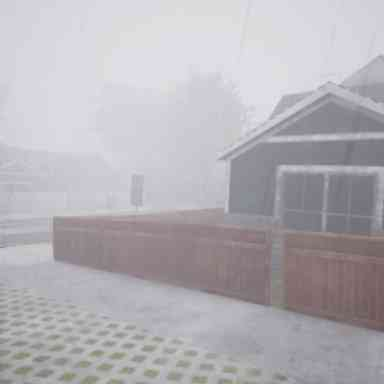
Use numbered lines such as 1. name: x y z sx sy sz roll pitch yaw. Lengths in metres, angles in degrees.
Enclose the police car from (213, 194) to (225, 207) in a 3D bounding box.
1. police car: 4.275 1.000 40.413 1.930 1.638 5.238 4 2 29
